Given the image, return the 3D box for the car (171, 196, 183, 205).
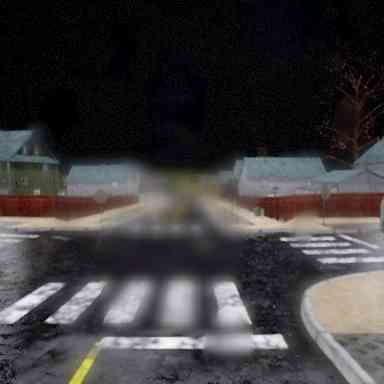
[{"bbox_3d":[-2.658,1.452,57.951,2.128,1.511,4.902,0,0,1],"label":"car"}]
